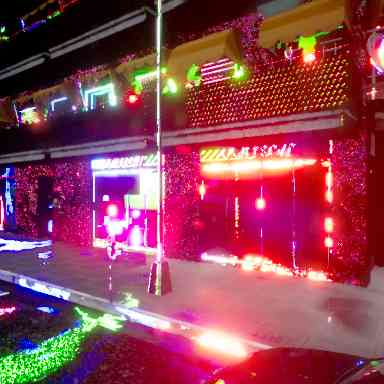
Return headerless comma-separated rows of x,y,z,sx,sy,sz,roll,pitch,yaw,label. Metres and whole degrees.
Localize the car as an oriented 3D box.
1.878,1.551,1.532,4.403,1.369,2.008,0,0,36,car
